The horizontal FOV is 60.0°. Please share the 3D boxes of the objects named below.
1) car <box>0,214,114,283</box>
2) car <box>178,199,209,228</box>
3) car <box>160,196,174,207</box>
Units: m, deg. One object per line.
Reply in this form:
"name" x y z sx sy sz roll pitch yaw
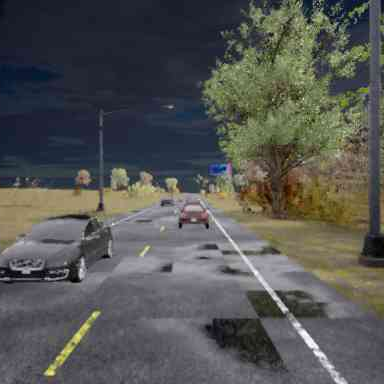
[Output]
"car" -3.598 1.464 9.638 1.837 1.490 4.892 0 0 0
"car" 0.105 1.438 21.488 1.812 1.442 4.674 0 0 0
"car" -3.572 1.353 48.596 2.033 1.411 5.357 0 0 0
